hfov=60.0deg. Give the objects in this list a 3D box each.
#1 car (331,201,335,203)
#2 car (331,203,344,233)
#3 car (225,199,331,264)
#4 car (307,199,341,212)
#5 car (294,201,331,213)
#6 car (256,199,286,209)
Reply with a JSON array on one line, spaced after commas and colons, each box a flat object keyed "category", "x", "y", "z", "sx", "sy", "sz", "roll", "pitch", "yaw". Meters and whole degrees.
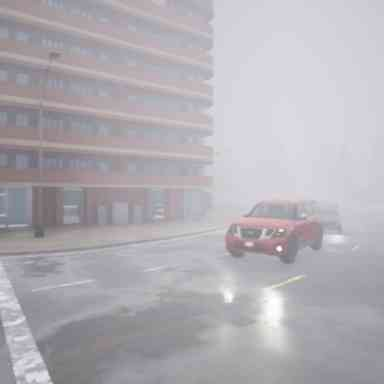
[{"category": "car", "x": 11.652, "y": 1.736, "z": 31.604, "sx": 2.128, "sy": 1.511, "sz": 4.902, "roll": 0, "pitch": 0, "yaw": 9}, {"category": "car", "x": 8.729, "y": 1.715, "z": 21.578, "sx": 2.033, "sy": 1.411, "sz": 5.357, "roll": 0, "pitch": 0, "yaw": 23}, {"category": "car", "x": 3.412, "y": 1.312, "z": 12.733, "sx": 2.150, "sy": 2.045, "sz": 5.566, "roll": 0, "pitch": 0, "yaw": 36}, {"category": "car", "x": 18.133, "y": 1.838, "z": 45.828, "sx": 1.882, "sy": 1.535, "sz": 5.008, "roll": 0, "pitch": 0, "yaw": -12}, {"category": "car", "x": 15.262, "y": 1.877, "z": 42.534, "sx": 2.033, "sy": 1.411, "sz": 5.357, "roll": 0, "pitch": 0, "yaw": -10}, {"category": "car", "x": 12.485, "y": 1.865, "z": 52.839, "sx": 1.882, "sy": 1.535, "sz": 5.008, "roll": 0, "pitch": 0, "yaw": -25}]
